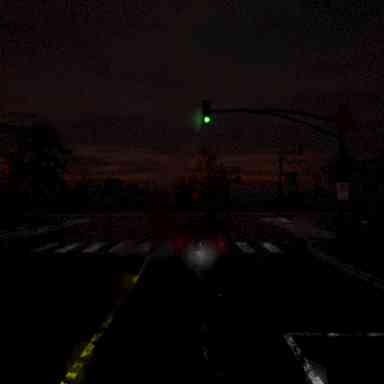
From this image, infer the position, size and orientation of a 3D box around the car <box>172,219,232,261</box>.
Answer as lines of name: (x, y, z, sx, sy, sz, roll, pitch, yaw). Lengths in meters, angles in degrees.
car: (0.555, 1.688, 12.636, 1.895, 1.301, 4.718, 0, 0, 7)
